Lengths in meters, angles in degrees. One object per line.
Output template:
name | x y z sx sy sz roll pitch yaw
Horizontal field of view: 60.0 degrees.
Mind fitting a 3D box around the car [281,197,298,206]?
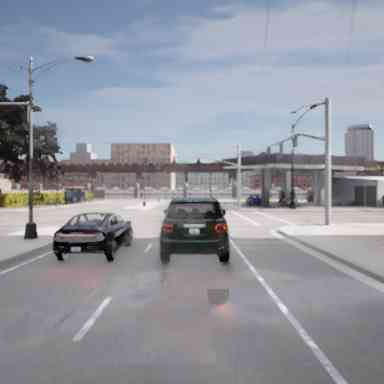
car | 15.520 1.450 53.045 1.970 1.475 3.806 0 0 0

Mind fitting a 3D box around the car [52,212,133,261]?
car | -3.406 1.489 12.223 2.128 1.511 4.902 0 0 0

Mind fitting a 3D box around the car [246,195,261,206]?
car | 9.774 1.289 52.290 2.242 1.667 4.611 0 0 0

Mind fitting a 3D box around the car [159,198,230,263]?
car | 0.098 1.218 12.086 2.150 2.045 5.566 0 0 1
